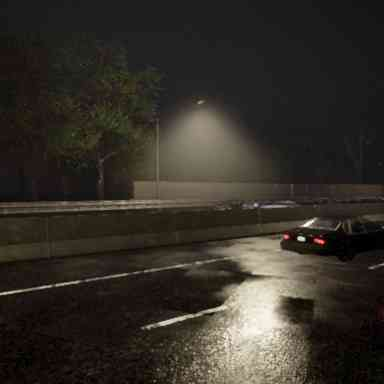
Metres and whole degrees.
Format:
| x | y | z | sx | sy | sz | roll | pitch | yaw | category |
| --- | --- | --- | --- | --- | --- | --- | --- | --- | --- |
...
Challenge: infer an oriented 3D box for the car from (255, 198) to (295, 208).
| x | y | z | sx | sy | sz | roll | pitch | yaw | category |
| --- | --- | --- | --- | --- | --- | --- | --- | --- | --- |
| 8.617 | 1.553 | 31.639 | 4.718 | 1.301 | 1.895 | 0 | 0 | -35 | car |

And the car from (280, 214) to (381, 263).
| x | y | z | sx | sy | sz | roll | pitch | yaw | category |
| --- | --- | --- | --- | --- | --- | --- | --- | --- | --- |
| 5.495 | 1.524 | 11.968 | 5.357 | 1.411 | 2.033 | 0 | 0 | -35 | car |

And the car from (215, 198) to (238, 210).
| x | y | z | sx | sy | sz | roll | pitch | yaw | category |
| --- | --- | --- | --- | --- | --- | --- | --- | --- | --- |
| 4.713 | 1.457 | 37.084 | 4.892 | 1.490 | 1.837 | 0 | 0 | -37 | car |

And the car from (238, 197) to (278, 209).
| x | y | z | sx | sy | sz | roll | pitch | yaw | category |
| --- | --- | --- | --- | --- | --- | --- | --- | --- | --- |
| 7.468 | 1.302 | 35.114 | 4.553 | 1.767 | 2.097 | 0 | 0 | -35 | car |

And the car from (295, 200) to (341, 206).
| x | y | z | sx | sy | sz | roll | pitch | yaw | category |
| --- | --- | --- | --- | --- | --- | --- | --- | --- | --- |
| 11.657 | 1.455 | 29.506 | 4.892 | 1.490 | 1.837 | 0 | 0 | -35 | car |

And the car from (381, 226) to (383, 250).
| x | y | z | sx | sy | sz | roll | pitch | yaw | category |
| --- | --- | --- | --- | --- | --- | --- | --- | --- | --- |
| 7.367 | 1.454 | 9.009 | 5.008 | 1.535 | 1.882 | 0 | 0 | -35 | car |
